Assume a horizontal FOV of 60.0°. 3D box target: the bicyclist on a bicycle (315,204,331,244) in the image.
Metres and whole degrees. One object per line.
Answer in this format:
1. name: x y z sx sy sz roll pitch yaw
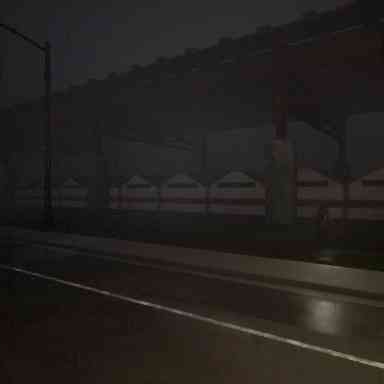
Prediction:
1. bicyclist on a bicycle: 5.449 1.302 13.937 0.582 1.620 1.656 0 2 5
